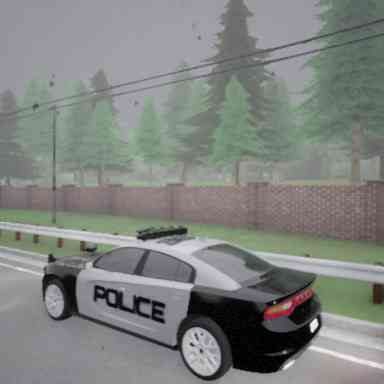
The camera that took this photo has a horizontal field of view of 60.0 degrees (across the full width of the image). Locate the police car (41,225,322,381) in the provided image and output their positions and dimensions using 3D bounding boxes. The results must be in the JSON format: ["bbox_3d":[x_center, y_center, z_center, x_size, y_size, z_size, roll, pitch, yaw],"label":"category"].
[{"bbox_3d":[-0.613,1.408,5.594,5.238,1.638,1.930,0,0,35],"label":"police car"}]
